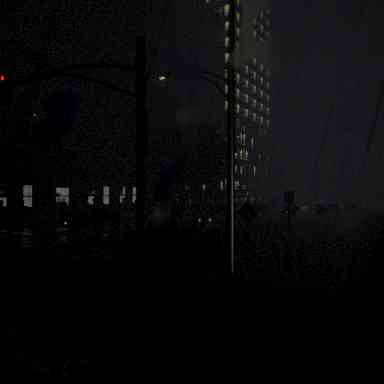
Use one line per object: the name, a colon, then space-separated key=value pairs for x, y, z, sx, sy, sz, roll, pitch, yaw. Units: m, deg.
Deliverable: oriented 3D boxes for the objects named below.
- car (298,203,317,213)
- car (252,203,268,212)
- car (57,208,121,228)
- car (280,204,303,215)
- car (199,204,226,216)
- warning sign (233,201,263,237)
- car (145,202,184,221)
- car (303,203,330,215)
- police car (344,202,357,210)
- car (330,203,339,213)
car: x=19.118 y=2.532 z=54.738 sx=1.837 sy=1.490 sz=4.892 roll=0 pitch=-1 yaw=33
car: x=10.792 y=2.493 z=53.814 sx=1.994 sy=1.385 sz=4.181 roll=0 pitch=-1 yaw=33
car: x=-7.694 y=1.919 z=25.234 sx=1.895 sy=1.301 sz=4.718 roll=0 pitch=-1 yaw=33
car: x=13.933 y=2.457 z=46.577 sx=1.895 sy=1.301 sz=4.718 roll=0 pitch=-1 yaw=33
car: x=2.682 y=2.187 z=41.362 sx=1.812 sy=1.442 sz=4.674 roll=0 pitch=-1 yaw=33
warning sign: x=3.123 y=1.454 z=18.543 sx=1.300 sy=1.860 sz=1.060 roll=1 pitch=1 yaw=33
car: x=-2.779 y=1.833 z=32.877 sx=2.097 sy=1.767 sz=4.553 roll=0 pitch=-1 yaw=33
car: x=16.987 y=2.374 z=45.226 sx=1.837 sy=1.490 sz=4.892 roll=0 pitch=-1 yaw=33
police car: x=31.476 y=2.737 z=65.848 sx=1.930 sy=1.638 sz=5.238 roll=0 pitch=-1 yaw=33
car: x=22.515 y=2.528 z=53.841 sx=1.882 sy=1.535 sz=5.008 roll=0 pitch=-1 yaw=33
